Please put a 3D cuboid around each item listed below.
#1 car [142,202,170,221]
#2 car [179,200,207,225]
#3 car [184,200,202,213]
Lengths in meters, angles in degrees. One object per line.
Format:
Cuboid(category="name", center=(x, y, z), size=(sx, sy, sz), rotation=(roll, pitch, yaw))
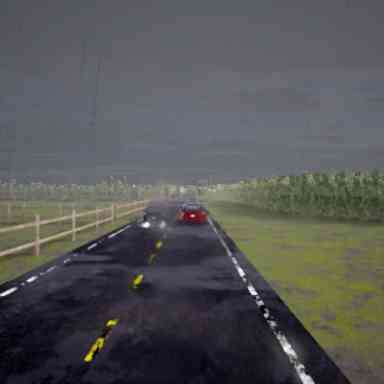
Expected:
Cuboid(category="car", center=(-2.844, 1.542, 27.420), size=(2.033, 1.411, 5.357), rotation=(0, 0, 0))
Cuboid(category="car", center=(0.091, 1.561, 24.174), size=(1.994, 1.385, 4.181), rotation=(0, 0, 1))
Cuboid(category="car", center=(0.110, 1.585, 38.348), size=(1.895, 1.301, 4.718), rotation=(0, 0, 0))
